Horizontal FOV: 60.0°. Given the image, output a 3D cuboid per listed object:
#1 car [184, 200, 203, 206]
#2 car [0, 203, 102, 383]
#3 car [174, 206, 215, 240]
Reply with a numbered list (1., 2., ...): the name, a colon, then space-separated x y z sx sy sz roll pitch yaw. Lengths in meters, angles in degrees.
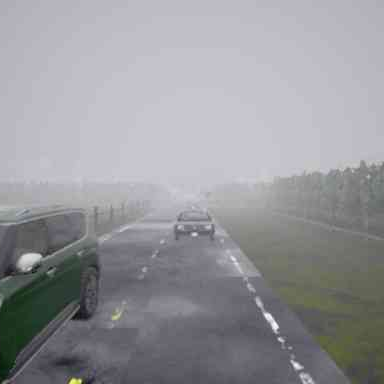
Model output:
1. car: 0.137 1.556 33.915 2.033 1.411 5.357 0 0 0
2. car: -2.847 1.222 4.394 2.150 2.045 5.566 0 0 0
3. car: 0.116 1.608 17.016 1.895 1.301 4.718 0 0 0
